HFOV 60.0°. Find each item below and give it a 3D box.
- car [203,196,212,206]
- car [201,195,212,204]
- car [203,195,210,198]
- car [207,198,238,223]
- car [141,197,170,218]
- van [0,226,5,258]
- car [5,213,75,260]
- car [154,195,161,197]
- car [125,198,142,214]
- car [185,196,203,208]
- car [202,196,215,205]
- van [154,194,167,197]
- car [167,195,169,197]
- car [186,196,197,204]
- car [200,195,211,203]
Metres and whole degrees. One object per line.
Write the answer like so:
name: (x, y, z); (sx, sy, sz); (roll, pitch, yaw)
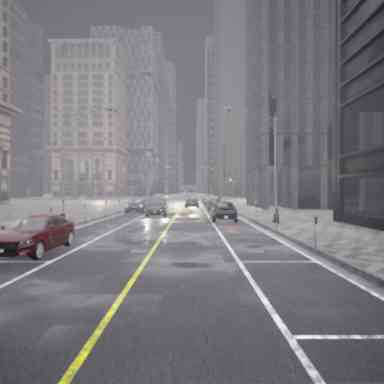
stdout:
car: (2.753, 1.498, 40.475); (1.947, 1.339, 4.313); (0, 0, 0)
car: (2.748, 1.321, 63.038); (1.967, 1.590, 4.097); (0, 0, 0)
car: (2.750, 1.433, 51.926); (1.752, 1.417, 4.829); (0, 0, 0)
car: (2.351, 1.465, 25.289); (1.837, 1.490, 4.892); (0, 0, 0)
car: (-3.103, 1.456, 30.026); (1.837, 1.490, 4.892); (0, 0, 0)
van: (-5.767, 1.330, 6.626); (1.690, 1.788, 3.998); (0, 0, 0)
car: (-5.767, 1.525, 12.267); (1.887, 1.381, 4.507); (0, 0, 0)
car: (-5.774, 1.485, 46.113); (1.947, 1.339, 4.313); (0, 0, 0)
car: (-5.772, 1.383, 34.830); (1.967, 1.590, 4.097); (0, 0, 0)
car: (0.012, 1.412, 45.750); (2.128, 1.511, 4.902); (0, 0, 0)
car: (2.750, 1.445, 57.397); (2.008, 1.369, 4.403); (0, 0, 0)
van: (-5.776, 1.235, 57.394); (1.690, 1.788, 3.998); (0, 0, 0)
car: (-5.779, 1.402, 74.317); (2.008, 1.369, 4.403); (0, 0, 0)
car: (-0.011, 1.489, 59.816); (1.895, 1.301, 4.718); (0, 0, 0)
car: (2.747, 1.417, 68.679); (2.008, 1.369, 4.403); (0, 0, 0)
